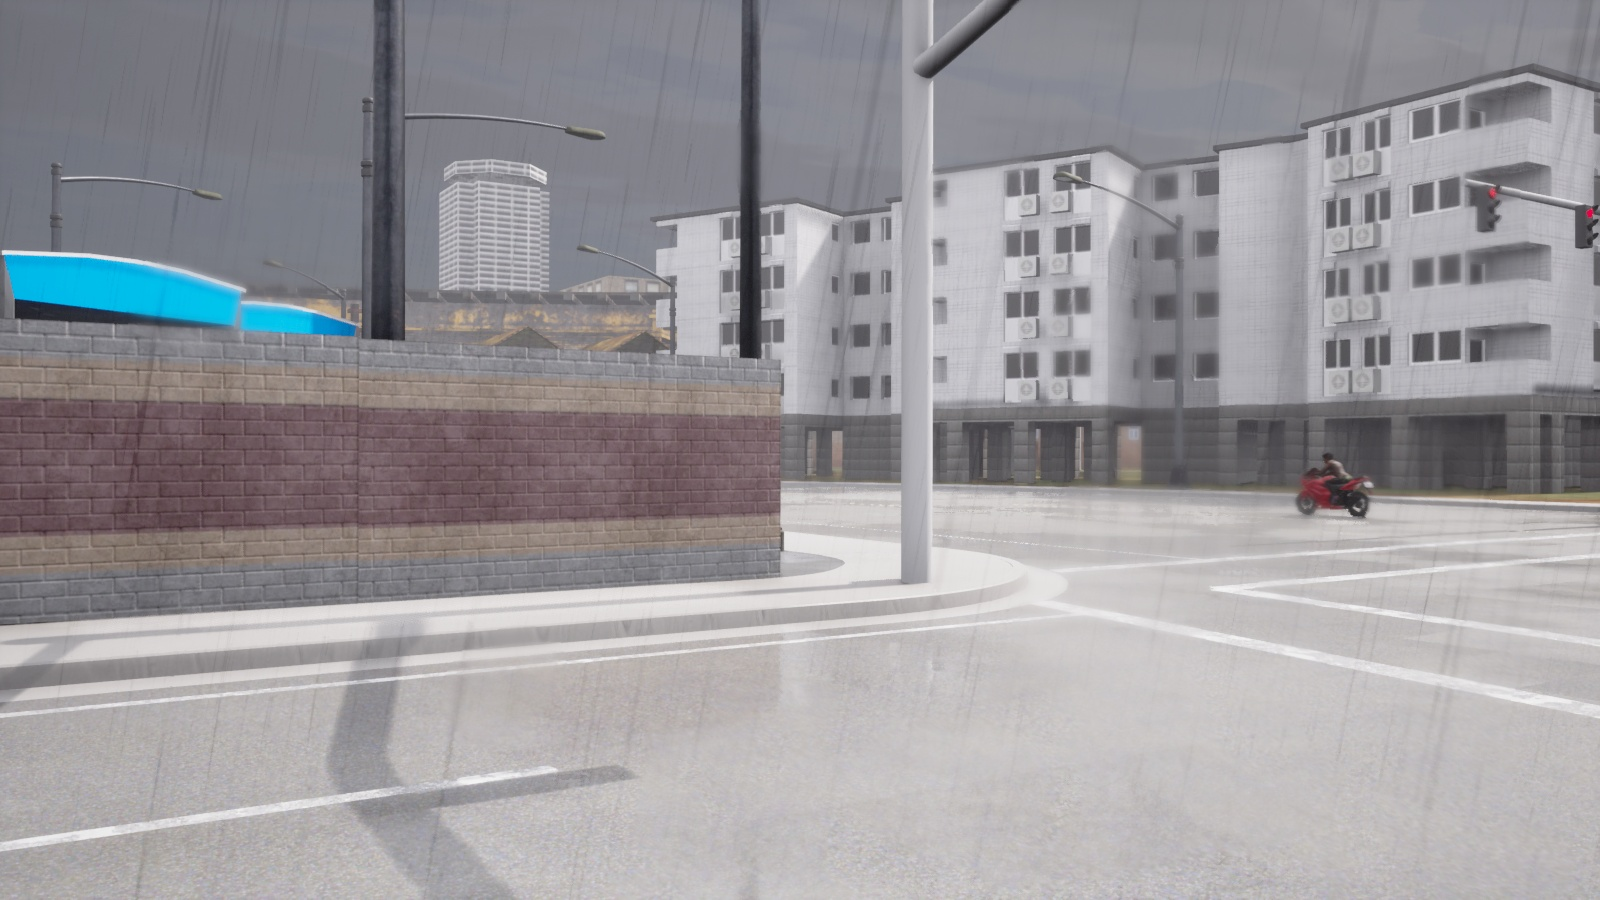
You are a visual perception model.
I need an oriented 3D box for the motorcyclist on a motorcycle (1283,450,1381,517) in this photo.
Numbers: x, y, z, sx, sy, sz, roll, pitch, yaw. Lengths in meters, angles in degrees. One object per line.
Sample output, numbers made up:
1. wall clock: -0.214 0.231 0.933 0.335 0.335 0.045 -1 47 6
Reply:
1. motorcyclist on a motorcycle: 12.559 0.773 29.697 0.797 1.523 2.044 0 0 -32
